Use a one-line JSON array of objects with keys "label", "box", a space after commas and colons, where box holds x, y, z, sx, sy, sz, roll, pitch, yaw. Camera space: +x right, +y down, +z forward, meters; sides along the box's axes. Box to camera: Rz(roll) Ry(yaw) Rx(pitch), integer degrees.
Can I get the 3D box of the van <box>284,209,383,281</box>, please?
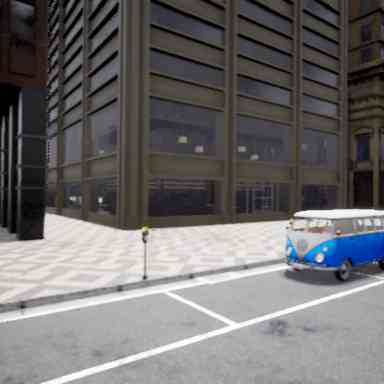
[{"label": "van", "box": [4.476, 1.425, 9.838, 3.998, 1.788, 1.690, 1, 0, -36]}]
